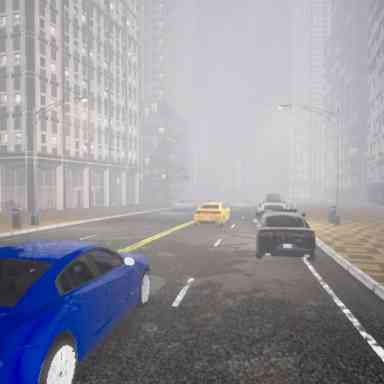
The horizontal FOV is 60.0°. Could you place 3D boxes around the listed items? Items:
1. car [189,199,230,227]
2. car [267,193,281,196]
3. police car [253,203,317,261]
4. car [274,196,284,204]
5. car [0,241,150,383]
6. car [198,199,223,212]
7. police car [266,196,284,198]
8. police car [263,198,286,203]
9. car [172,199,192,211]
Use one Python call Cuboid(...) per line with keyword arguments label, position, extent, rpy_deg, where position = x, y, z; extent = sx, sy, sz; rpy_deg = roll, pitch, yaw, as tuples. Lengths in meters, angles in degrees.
Cuboid(label="car", position=(1.468, 1.471, 23.018), extent=(1.882, 1.535, 5.008), rpy_deg=(0, 0, 13))
Cuboid(label="car", position=(11.273, 1.216, 45.636), extent=(2.150, 2.045, 5.566), rpy_deg=(0, 0, 18))
Cuboid(label="police car", position=(3.368, 1.425, 12.556), extent=(1.930, 1.638, 5.238), rpy_deg=(0, 0, 11))
Cuboid(label="car", position=(16.503, 1.502, 63.388), extent=(1.812, 1.442, 4.674), rpy_deg=(0, 0, 14))
Cuboid(label="car", position=(-2.065, 1.477, 5.026), extent=(1.882, 1.535, 5.008), rpy_deg=(0, 0, 9))
Cuboid(label="car", position=(2.264, 1.541, 39.075), extent=(1.994, 1.385, 4.181), rpy_deg=(0, 0, 17))
Cuboid(label="police car", position=(6.844, 1.426, 27.767), extent=(1.930, 1.638, 5.238), rpy_deg=(0, 0, 15))
Cuboid(label="police car", position=(5.420, 1.426, 22.091), extent=(1.930, 1.638, 5.238), rpy_deg=(0, 0, 13))
Cuboid(label="car", position=(-0.840, 1.567, 40.063), extent=(1.895, 1.301, 4.718), rpy_deg=(0, 0, 17))
